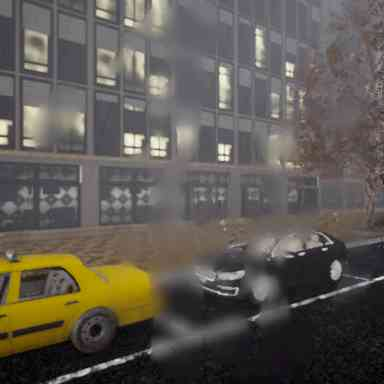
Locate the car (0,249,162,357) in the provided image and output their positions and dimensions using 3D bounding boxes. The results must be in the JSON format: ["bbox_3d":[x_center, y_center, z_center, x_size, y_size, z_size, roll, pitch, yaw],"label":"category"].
[{"bbox_3d":[-2.769,1.525,4.582,4.829,1.417,1.752,0,0,-36],"label":"car"}]

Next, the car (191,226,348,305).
[{"bbox_3d":[2.005,1.536,7.987,4.403,1.369,2.008,0,0,-36],"label":"car"}]
